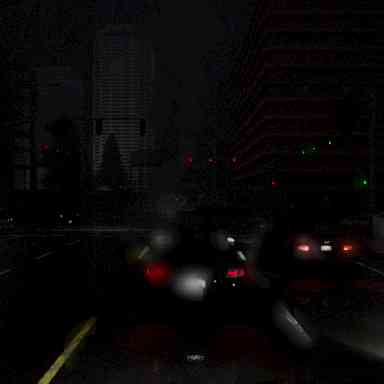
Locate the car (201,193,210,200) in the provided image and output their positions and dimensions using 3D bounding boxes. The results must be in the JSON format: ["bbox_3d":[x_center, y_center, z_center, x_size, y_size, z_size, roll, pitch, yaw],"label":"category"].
[{"bbox_3d":[3.574,1.207,90.442,2.150,2.045,5.566,0,0,0],"label":"car"}]

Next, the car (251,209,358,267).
[{"bbox_3d":[3.599,1.547,11.398,2.033,1.411,5.357,0,0,0],"label":"car"}]

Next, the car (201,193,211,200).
[{"bbox_3d":[3.566,1.493,80.558,1.837,1.490,4.892,0,0,0],"label":"car"}]

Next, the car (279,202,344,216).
[{"bbox_3d":[8.496,1.485,23.952,4.674,1.442,1.812,-1,0,-2],"label":"car"}]

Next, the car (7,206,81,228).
[{"bbox_3d":[-9.651,1.573,22.014,4.718,1.301,1.895,0,0,26],"label":"car"}]

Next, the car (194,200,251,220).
[{"bbox_3d":[2.550,1.584,27.300,4.718,1.301,1.895,0,0,0],"label":"car"}]

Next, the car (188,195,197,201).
[{"bbox_3d":[0.066,1.534,81.417,2.033,1.411,5.357,0,0,0],"label":"car"}]

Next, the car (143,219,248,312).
[{"bbox_3d":[0.075,1.564,7.778,1.994,1.385,4.181,0,0,0],"label":"car"}]

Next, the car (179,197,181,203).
[{"bbox_3d":[-3.521,1.352,60.650,2.097,1.767,4.553,0,0,0],"label":"car"}]

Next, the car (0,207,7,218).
[{"bbox_3d":[-17.320,1.470,27.172,4.674,1.442,1.812,0,0,0],"label":"car"}]

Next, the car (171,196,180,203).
[{"bbox_3d":[-3.443,1.524,70.629,1.812,1.442,4.674,0,0,0],"label":"car"}]

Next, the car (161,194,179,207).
[{"bbox_3d":[-3.554,1.491,50.726,2.128,1.511,4.902,0,0,0],"label":"car"}]

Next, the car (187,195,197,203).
[{"bbox_3d":[0.085,1.501,71.071,1.837,1.490,4.892,0,0,0],"label":"car"}]
